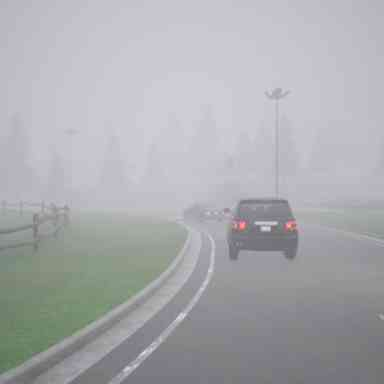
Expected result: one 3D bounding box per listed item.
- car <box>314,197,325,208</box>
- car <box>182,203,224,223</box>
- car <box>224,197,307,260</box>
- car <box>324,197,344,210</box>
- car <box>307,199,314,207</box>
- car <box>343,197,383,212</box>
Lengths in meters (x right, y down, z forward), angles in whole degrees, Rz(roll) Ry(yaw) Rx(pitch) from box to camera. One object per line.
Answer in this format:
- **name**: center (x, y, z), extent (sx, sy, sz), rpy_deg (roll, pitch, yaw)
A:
- **car**: center (19.289, 1.404, 43.900), extent (5.008, 1.535, 1.882), rpy_deg (0, 0, 2)
- **car**: center (0.814, 1.518, 25.377), extent (2.033, 1.411, 5.357), rpy_deg (0, 0, -20)
- **car**: center (2.427, 1.201, 12.582), extent (2.150, 2.045, 5.566), rpy_deg (0, 0, 5)
- **car**: center (19.432, 1.477, 40.398), extent (5.357, 1.411, 2.033), rpy_deg (0, 0, 2)
- **car**: center (18.281, 1.450, 47.441), extent (4.674, 1.442, 1.812), rpy_deg (0, 0, 2)
- **car**: center (19.800, 1.460, 36.878), extent (4.674, 1.442, 1.812), rpy_deg (0, 0, 3)
